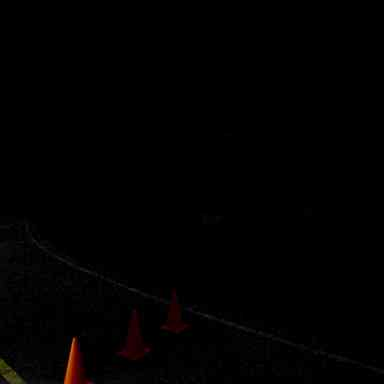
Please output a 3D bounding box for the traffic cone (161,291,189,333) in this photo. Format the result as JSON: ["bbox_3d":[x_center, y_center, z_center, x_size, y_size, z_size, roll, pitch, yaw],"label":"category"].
[{"bbox_3d":[-0.281,1.931,5.464,0.340,0.580,0.340,1,1,31],"label":"traffic cone"}]

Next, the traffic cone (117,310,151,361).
[{"bbox_3d":[-0.800,1.938,4.613,0.340,0.580,0.340,1,1,31],"label":"traffic cone"}]

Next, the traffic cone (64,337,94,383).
[{"bbox_3d":[-1.318,1.945,3.762,0.340,0.580,0.340,1,1,31],"label":"traffic cone"}]
